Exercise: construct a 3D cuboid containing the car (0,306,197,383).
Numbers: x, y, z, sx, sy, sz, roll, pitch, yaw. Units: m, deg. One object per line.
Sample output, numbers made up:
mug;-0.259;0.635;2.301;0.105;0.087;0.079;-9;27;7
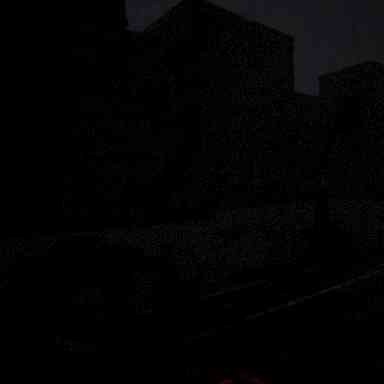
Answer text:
car;-2.045;1.531;1.687;4.674;1.442;1.812;-1;0;-38
